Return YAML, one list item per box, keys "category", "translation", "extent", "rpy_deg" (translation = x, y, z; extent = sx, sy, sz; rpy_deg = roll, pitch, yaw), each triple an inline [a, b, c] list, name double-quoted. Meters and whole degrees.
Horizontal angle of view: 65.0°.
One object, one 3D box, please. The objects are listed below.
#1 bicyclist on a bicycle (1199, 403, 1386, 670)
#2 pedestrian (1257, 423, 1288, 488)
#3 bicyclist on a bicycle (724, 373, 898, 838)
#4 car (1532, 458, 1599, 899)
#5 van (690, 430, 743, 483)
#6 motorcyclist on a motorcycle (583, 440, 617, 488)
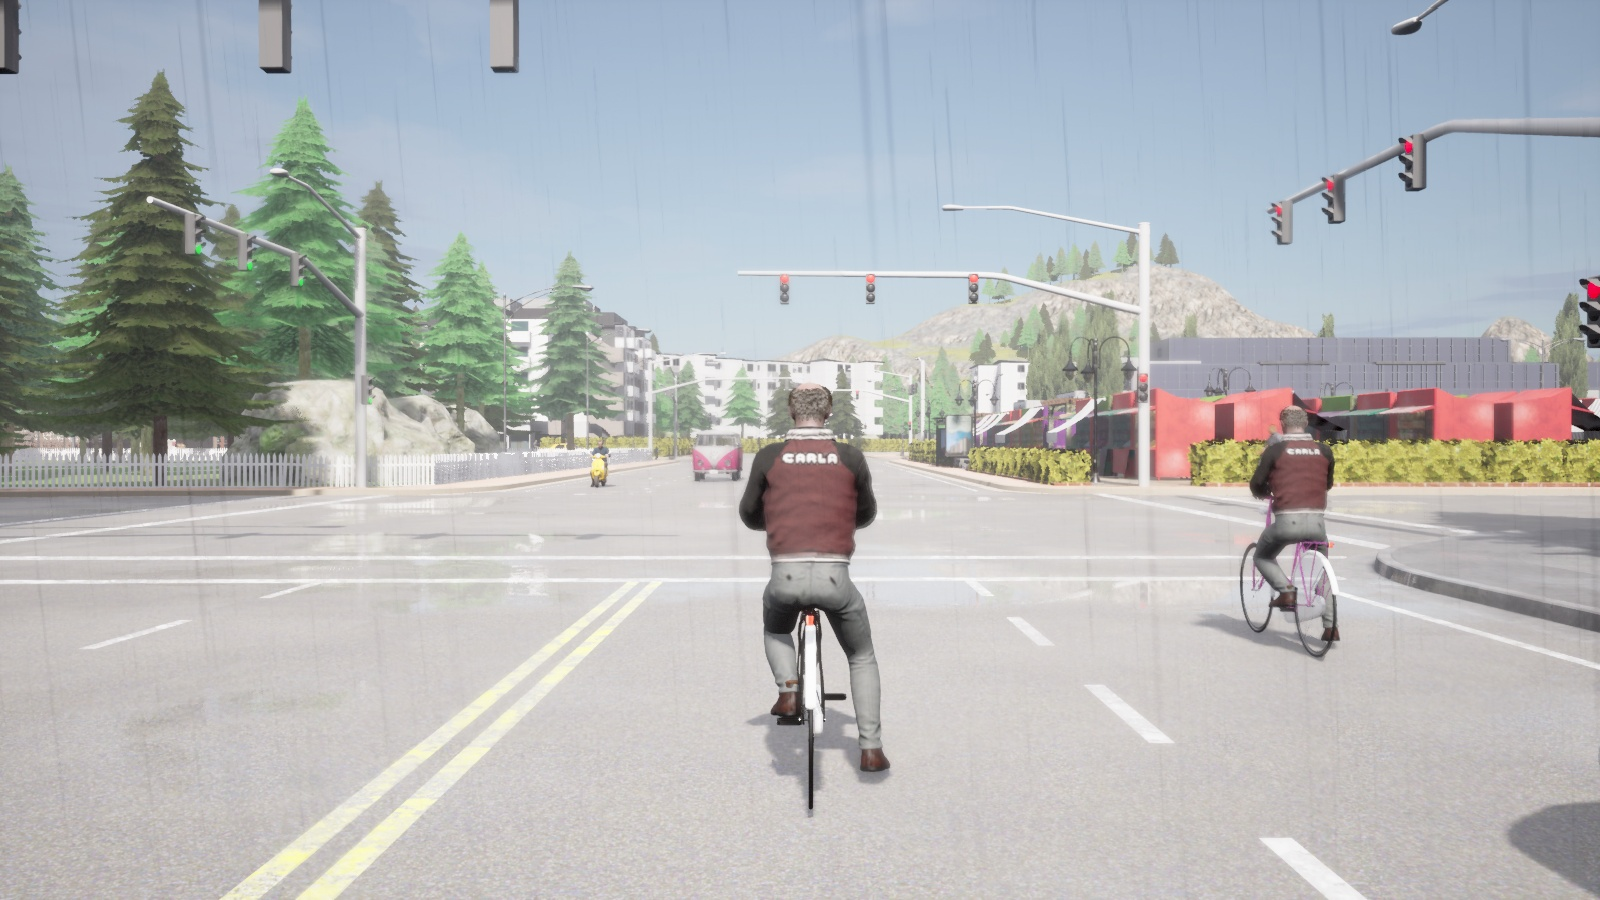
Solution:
- category: "bicyclist on a bicycle"
  translation: [3.564, 0.568, 9.269]
  extent: [0.659, 1.776, 1.843]
  rpy_deg: [0, 1, 0]
- category: "pedestrian"
  translation: [13.374, 0.155, 35.556]
  extent: [0.694, 1.848, 0.540]
  rpy_deg: [0, 0, 3]
- category: "bicyclist on a bicycle"
  translation: [0.046, 0.585, 5.708]
  extent: [0.659, 1.776, 1.843]
  rpy_deg: [0, 1, 0]
- category: "car"
  translation: [3.526, 0.763, 2.164]
  extent: [1.812, 1.442, 4.674]
  rpy_deg: [0, 0, 0]
- category: "van"
  translation: [-3.224, 0.218, 49.342]
  extent: [1.775, 1.987, 4.442]
  rpy_deg: [0, 0, 0]
- category: "motorcyclist on a motorcycle"
  translation: [-6.760, 0.454, 42.533]
  extent: [0.866, 1.590, 1.817]
  rpy_deg: [0, 0, 0]
